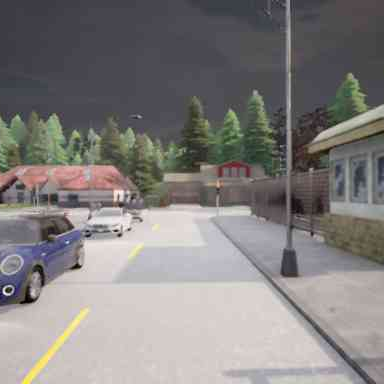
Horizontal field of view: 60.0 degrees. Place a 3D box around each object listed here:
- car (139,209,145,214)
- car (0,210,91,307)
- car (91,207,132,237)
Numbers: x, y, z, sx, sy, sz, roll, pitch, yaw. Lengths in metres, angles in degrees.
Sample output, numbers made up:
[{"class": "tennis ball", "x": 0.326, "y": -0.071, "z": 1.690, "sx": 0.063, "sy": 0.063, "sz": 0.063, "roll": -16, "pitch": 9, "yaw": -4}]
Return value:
[{"class": "car", "x": -4.579, "y": 1.607, "z": 26.321, "sx": 1.895, "sy": 1.301, "sz": 4.718, "roll": 0, "pitch": 0, "yaw": -1}, {"class": "car", "x": -4.261, "y": 1.391, "z": 8.199, "sx": 2.097, "sy": 1.767, "sz": 4.553, "roll": 0, "pitch": 0, "yaw": -1}, {"class": "car", "x": -4.471, "y": 1.585, "z": 18.437, "sx": 1.812, "sy": 1.442, "sz": 4.674, "roll": 0, "pitch": 0, "yaw": -1}]
